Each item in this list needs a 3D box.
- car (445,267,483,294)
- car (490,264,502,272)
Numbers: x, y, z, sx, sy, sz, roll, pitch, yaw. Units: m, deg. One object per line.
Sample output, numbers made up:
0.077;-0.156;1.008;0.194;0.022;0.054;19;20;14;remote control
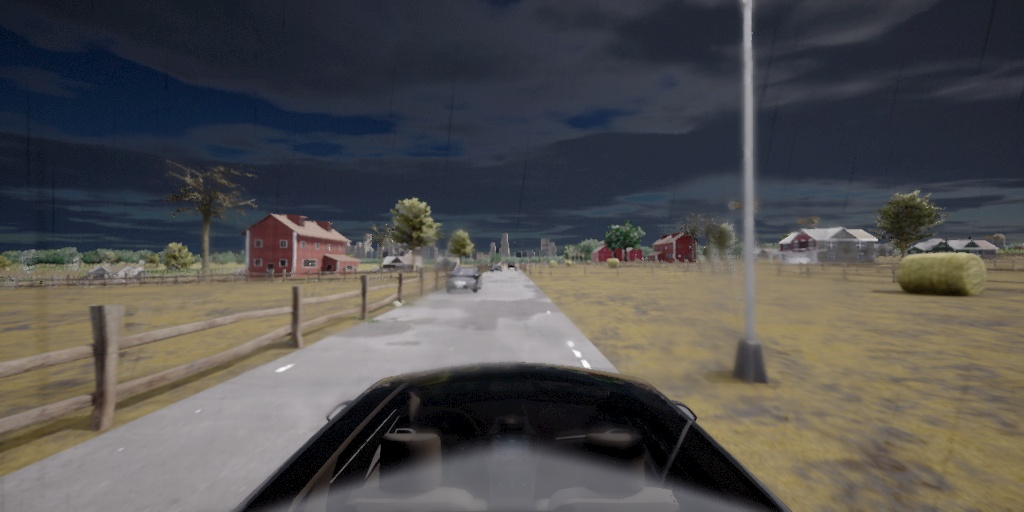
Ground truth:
-2.849;1.437;22.145;2.128;1.511;4.902;0;-1;0;car
-2.785;2.145;62.717;1.994;1.385;4.181;0;-1;1;car
